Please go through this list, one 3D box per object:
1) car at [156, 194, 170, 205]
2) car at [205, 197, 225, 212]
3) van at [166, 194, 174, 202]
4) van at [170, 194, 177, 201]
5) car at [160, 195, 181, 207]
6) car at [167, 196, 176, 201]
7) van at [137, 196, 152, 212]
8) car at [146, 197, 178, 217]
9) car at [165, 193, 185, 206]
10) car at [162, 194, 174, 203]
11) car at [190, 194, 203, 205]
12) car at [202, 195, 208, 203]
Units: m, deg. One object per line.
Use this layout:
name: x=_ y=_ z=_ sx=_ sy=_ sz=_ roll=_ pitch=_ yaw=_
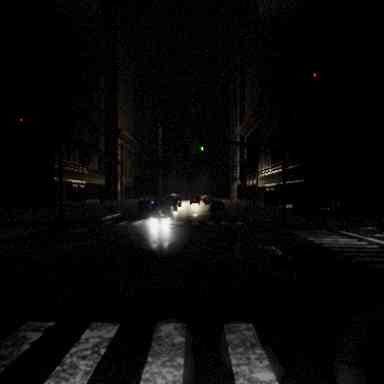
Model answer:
car: x=-5.390 y=1.410 z=62.859 sx=2.192 sy=1.841 sz=5.009 roll=0 pitch=0 yaw=0
car: x=2.950 y=1.641 z=40.196 sx=1.947 sy=1.339 sz=4.313 roll=0 pitch=0 yaw=0
van: x=-5.252 y=1.436 z=79.805 sx=1.690 sy=1.788 sz=3.998 roll=0 pitch=0 yaw=0
van: x=-5.160 y=1.433 z=91.101 sx=1.690 sy=1.788 sz=3.998 roll=0 pitch=0 yaw=0
car: x=-2.792 y=1.556 z=42.178 sx=1.882 sy=1.535 sz=5.008 roll=0 pitch=0 yaw=0
car: x=-5.207 y=1.638 z=85.453 sx=1.887 sy=1.381 sz=4.507 roll=0 pitch=0 yaw=0
van: x=-5.574 y=1.417 z=40.264 sx=1.690 sy=1.788 sz=3.998 roll=0 pitch=0 yaw=0
car: x=-2.870 y=1.556 z=32.739 sx=2.128 sy=1.511 sz=4.902 roll=0 pitch=0 yaw=1
car: x=-2.693 y=1.440 z=51.923 sx=2.097 sy=1.767 sz=4.553 roll=0 pitch=0 yaw=1
car: x=-5.298 y=1.411 z=74.156 sx=2.192 sy=1.841 sz=5.009 roll=0 pitch=0 yaw=0
car: x=0.543 y=1.600 z=60.456 sx=1.837 sy=1.490 sz=4.892 roll=0 pitch=0 yaw=1
car: x=3.088 y=1.674 z=57.143 sx=1.802 sy=1.307 sz=4.206 roll=0 pitch=0 yaw=0
